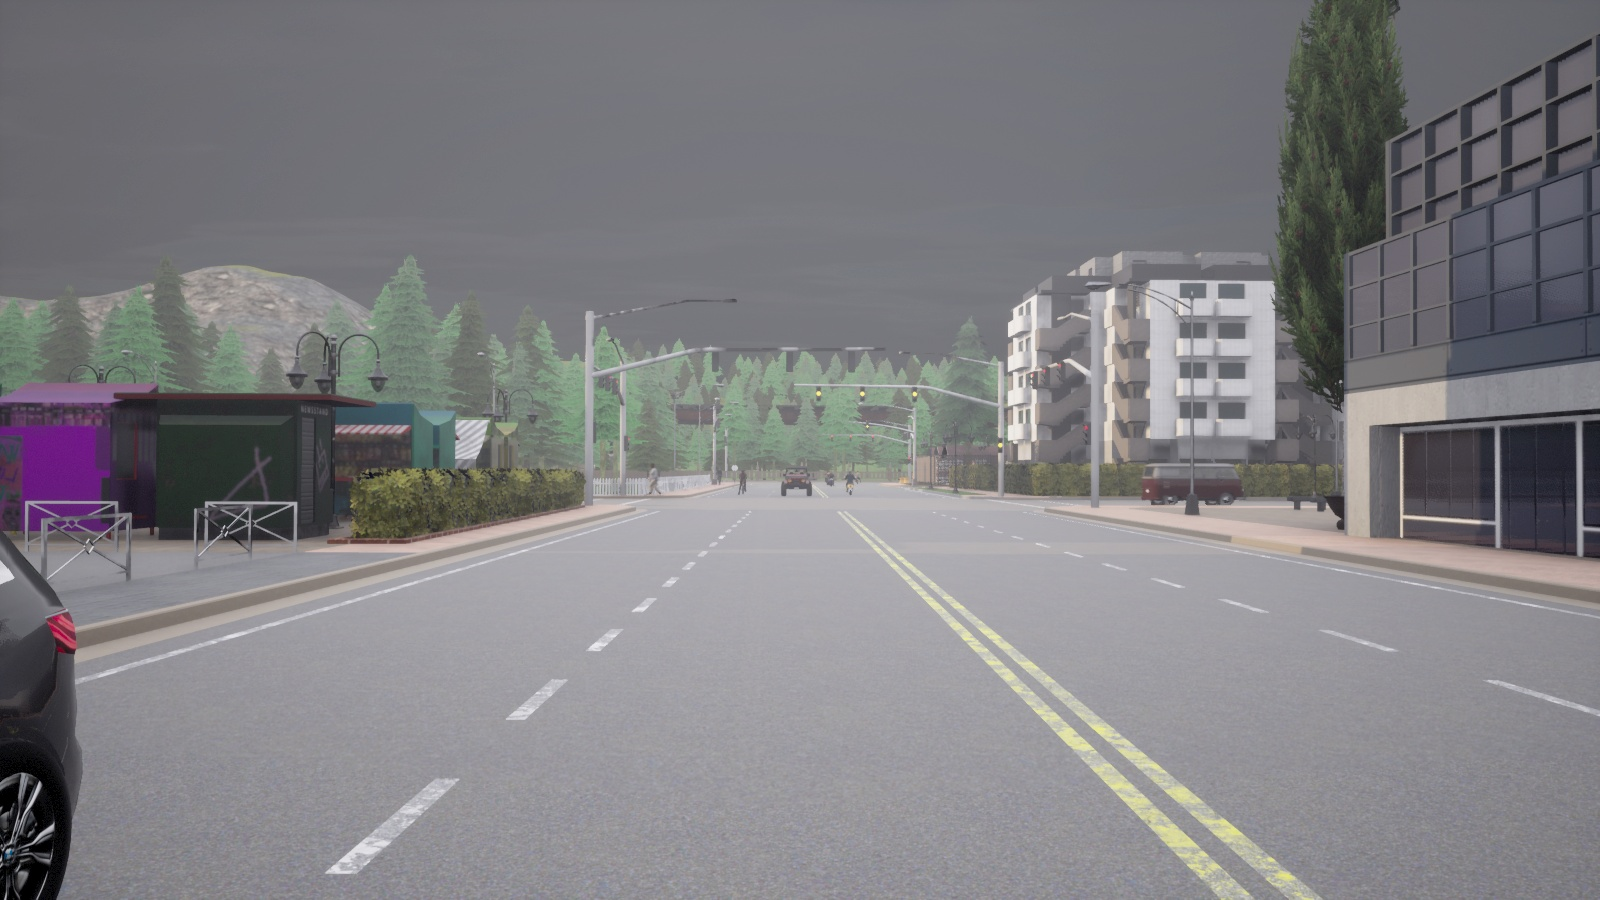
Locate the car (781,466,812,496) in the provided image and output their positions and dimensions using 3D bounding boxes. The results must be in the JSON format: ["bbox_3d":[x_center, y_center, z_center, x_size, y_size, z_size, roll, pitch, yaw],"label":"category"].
[{"bbox_3d":[-0.200,1.930,78.718,1.905,1.878,3.866,0,-1,0],"label":"car"}]

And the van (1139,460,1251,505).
[{"bbox_3d":[17.647,1.439,56.230,4.442,1.987,1.775,0,-1,-5],"label":"van"}]

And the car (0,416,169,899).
[{"bbox_3d":[-3.507,0.714,2.453,2.242,1.667,4.611,0,-1,0],"label":"car"}]

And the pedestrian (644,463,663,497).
[{"bbox_3d":[-8.279,1.693,70.845,0.900,1.855,0.874,0,-1,-18],"label":"pedestrian"}]
